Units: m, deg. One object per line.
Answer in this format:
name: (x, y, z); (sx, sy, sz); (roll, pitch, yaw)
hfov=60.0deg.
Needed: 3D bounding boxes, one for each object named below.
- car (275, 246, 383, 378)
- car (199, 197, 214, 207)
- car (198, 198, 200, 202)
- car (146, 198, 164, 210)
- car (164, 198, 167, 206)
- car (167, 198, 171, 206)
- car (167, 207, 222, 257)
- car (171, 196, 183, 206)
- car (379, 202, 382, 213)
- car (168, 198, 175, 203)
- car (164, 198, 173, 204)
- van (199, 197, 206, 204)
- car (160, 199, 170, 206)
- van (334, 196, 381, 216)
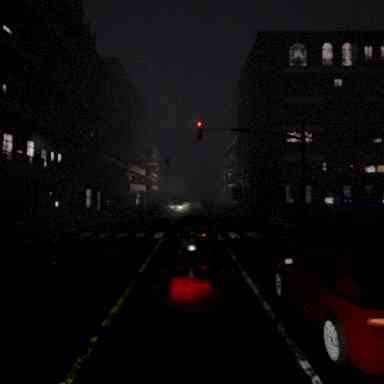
car: (2.679, 1.590, 5.705); (1.887, 1.381, 4.507); (0, 0, 0)
car: (2.644, 1.886, 54.704); (1.967, 1.590, 4.097); (-1, 0, 0)
car: (2.634, 2.141, 71.286); (2.008, 1.369, 4.403); (-1, -1, 0)
car: (-5.731, 1.950, 49.175); (2.008, 1.369, 4.403); (-1, 0, 0)
car: (-5.735, 2.012, 54.702); (1.947, 1.339, 4.313); (-1, 0, 0)
car: (-5.745, 1.982, 65.758); (1.967, 1.590, 4.097); (-1, 0, 0)
car: (0.135, 1.614, 13.522); (1.837, 1.490, 4.892); (0, 0, 3)
car: (-3.052, 1.770, 66.456); (2.150, 2.045, 5.566); (0, 0, 0)
car: (15.747, 1.510, 22.913); (4.313, 1.339, 1.947); (-1, 1, -1)
car: (-5.762, 2.370, 93.396); (1.802, 1.307, 4.206); (-1, -1, 0)
car: (-5.755, 2.212, 82.171); (1.752, 1.417, 4.829); (-1, -1, 0)
van: (2.623, 2.029, 82.343); (1.690, 1.788, 3.998); (-1, -1, 0)
car: (-5.747, 2.172, 71.285); (1.802, 1.307, 4.206); (-1, -1, 0)
van: (15.620, 1.282, 31.289); (3.998, 1.788, 1.690); (-1, 1, -1)
